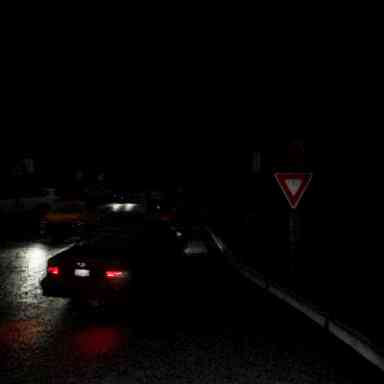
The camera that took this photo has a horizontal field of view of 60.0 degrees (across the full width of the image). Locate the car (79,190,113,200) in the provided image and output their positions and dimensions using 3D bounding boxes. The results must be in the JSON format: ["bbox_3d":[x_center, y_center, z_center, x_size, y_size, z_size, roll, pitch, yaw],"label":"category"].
[{"bbox_3d":[-15.177,0.484,52.389,4.792,1.488,2.163,-1,1,-26],"label":"car"}]

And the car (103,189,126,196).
[{"bbox_3d":[-17.845,0.069,76.249,4.792,1.488,2.163,-1,1,-26],"label":"car"}]

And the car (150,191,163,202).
[{"bbox_3d":[-5.243,0.579,48.541,1.812,1.442,4.674,0,1,-7],"label":"car"}]

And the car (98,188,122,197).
[{"bbox_3d":[-17.231,0.014,70.257,4.553,1.767,2.185,-1,1,-26],"label":"car"}]

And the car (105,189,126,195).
[{"bbox_3d":[-18.212,0.032,79.218,4.674,1.452,2.002,-1,1,-26],"label":"car"}]

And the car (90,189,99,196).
[{"bbox_3d":[-13.515,0.741,37.447,5.008,1.535,2.097,-1,2,-26],"label":"car"}]

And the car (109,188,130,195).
[{"bbox_3d":[-19.244,-0.149,88.157,4.892,1.521,2.231,-1,1,-27],"label":"car"}]

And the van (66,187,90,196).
[{"bbox_3d":[-13.288,0.577,34.404,4.442,1.987,1.878,-1,2,-27],"label":"van"}]

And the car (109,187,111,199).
[{"bbox_3d":[-14.836,0.385,49.391,4.553,1.767,2.185,-1,2,-26],"label":"car"}]

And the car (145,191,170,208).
[{"bbox_3d":[-2.797,0.944,27.326,1.882,1.535,5.008,0,1,-6],"label":"car"}]

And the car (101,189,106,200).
[{"bbox_3d":[-14.198,0.665,43.420,4.674,1.452,2.002,-1,1,-26],"label":"car"}]

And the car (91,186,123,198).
[{"bbox_3d":[-16.524,-0.011,64.323,5.566,2.045,2.435,-2,1,-27],"label":"car"}]

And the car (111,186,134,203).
[{"bbox_3d":[-8.861,0.370,43.458,2.150,2.045,5.566,0,1,-6],"label":"car"}]

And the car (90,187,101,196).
[{"bbox_3d":[-13.894,0.558,40.424,4.553,1.767,2.185,-1,1,-27],"label":"car"}]

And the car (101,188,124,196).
[{"bbox_3d":[-17.566,-0.036,73.239,4.553,1.767,2.185,-1,1,-26],"label":"car"}]

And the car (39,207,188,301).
[{"bbox_3d":[-1.482,1.408,8.415,2.033,1.411,5.357,1,2,11],"label":"car"}]

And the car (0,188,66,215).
[{"bbox_3d":[-11.825,0.783,22.503,5.566,2.045,2.435,-1,2,-27],"label":"car"}]

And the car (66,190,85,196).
[{"bbox_3d":[-12.331,0.910,28.582,5.366,1.575,1.946,-1,1,-27],"label":"car"}]

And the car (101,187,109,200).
[{"bbox_3d":[-14.502,0.442,46.409,4.553,1.767,2.185,-1,2,-26],"label":"car"}]

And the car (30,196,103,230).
[{"bbox_3d":[-5.618,1.168,15.633,1.882,1.535,5.008,0,1,-7],"label":"car"}]

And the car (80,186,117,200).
[{"bbox_3d":[-15.512,0.148,55.364,5.566,2.045,2.435,-1,1,-26],"label":"car"}]
